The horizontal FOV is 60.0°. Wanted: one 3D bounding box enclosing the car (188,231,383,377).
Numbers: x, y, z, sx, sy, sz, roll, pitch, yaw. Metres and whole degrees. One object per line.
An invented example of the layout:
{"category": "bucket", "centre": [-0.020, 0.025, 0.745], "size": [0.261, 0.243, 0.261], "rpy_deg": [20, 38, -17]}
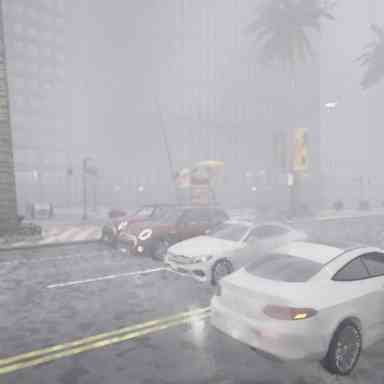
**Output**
{"category": "car", "centre": [2.402, 1.520, 5.515], "size": [4.674, 1.442, 1.812], "rpy_deg": [0, 0, -36]}

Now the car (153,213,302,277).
{"category": "car", "centre": [1.459, 1.518, 9.379], "size": [4.674, 1.442, 1.812], "rpy_deg": [0, 0, -36]}

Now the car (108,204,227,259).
{"category": "car", "centre": [-0.428, 1.344, 12.336], "size": [4.553, 1.767, 2.097], "rpy_deg": [0, 0, -36]}

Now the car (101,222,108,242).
{"category": "car", "centre": [-1.723, 1.346, 15.092], "size": [4.553, 1.767, 2.185], "rpy_deg": [0, 0, -36]}
